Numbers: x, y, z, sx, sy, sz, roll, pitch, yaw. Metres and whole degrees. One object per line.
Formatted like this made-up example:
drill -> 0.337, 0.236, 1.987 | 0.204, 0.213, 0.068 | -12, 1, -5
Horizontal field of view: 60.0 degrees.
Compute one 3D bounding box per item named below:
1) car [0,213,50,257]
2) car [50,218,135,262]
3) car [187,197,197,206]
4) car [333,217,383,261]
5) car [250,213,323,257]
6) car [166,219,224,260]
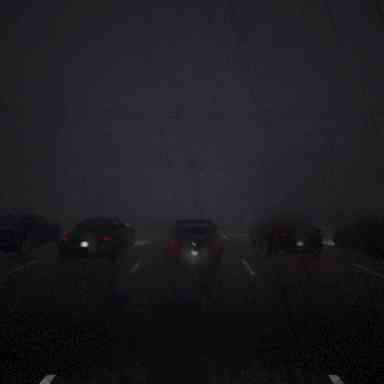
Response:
car -> -6.908, 1.581, 13.431 | 1.882, 1.535, 5.008 | 0, 0, 0
car -> -3.411, 1.660, 12.598 | 1.994, 1.385, 4.181 | 0, -1, 0
car -> 0.000, 1.986, 66.787 | 1.882, 1.535, 5.008 | 0, 0, 0
car -> 7.090, 1.661, 12.753 | 1.994, 1.385, 4.181 | 0, -1, 0
car -> 3.592, 1.581, 13.486 | 1.882, 1.535, 5.008 | 0, 0, 0
car -> 0.092, 1.699, 12.797 | 1.895, 1.301, 4.718 | 0, 0, 0
